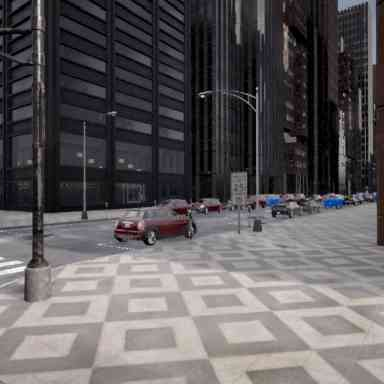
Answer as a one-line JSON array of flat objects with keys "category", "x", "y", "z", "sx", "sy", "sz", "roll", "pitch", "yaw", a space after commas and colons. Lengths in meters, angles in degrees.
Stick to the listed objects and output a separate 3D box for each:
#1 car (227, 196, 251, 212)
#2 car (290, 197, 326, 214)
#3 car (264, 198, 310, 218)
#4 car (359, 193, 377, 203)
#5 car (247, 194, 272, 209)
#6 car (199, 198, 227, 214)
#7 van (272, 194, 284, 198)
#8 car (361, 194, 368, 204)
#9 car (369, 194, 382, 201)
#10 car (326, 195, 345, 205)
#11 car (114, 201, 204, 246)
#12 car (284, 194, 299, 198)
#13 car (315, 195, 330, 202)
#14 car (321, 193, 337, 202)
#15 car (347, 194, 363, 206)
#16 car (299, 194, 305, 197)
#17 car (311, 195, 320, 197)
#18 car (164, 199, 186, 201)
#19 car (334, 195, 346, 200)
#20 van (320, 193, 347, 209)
[{"category": "car", "x": 4.662, "y": 1.482, "z": 38.410, "sx": 2.008, "sy": 1.369, "sz": 4.403, "roll": 0, "pitch": 0, "yaw": 36}, {"category": "car", "x": 11.592, "y": 1.466, "z": 33.445, "sx": 1.947, "sy": 1.339, "sz": 4.313, "roll": 0, "pitch": 0, "yaw": 36}, {"category": "car", "x": 8.317, "y": 1.464, "z": 28.892, "sx": 2.008, "sy": 1.369, "sz": 4.403, "roll": 0, "pitch": 0, "yaw": 36}, {"category": "car", "x": 34.522, "y": 1.372, "z": 65.318, "sx": 1.887, "sy": 1.381, "sz": 4.507, "roll": 0, "pitch": 0, "yaw": 36}, {"category": "car", "x": 7.937, "y": 1.234, "z": 42.963, "sx": 2.192, "sy": 1.841, "sz": 5.009, "roll": 0, "pitch": 0, "yaw": 36}, {"category": "car", "x": 1.386, "y": 1.384, "z": 33.856, "sx": 1.967, "sy": 1.590, "sz": 4.097, "roll": 0, "pitch": 0, "yaw": 36}, {"category": "van", "x": 11.212, "y": 1.248, "z": 47.516, "sx": 1.690, "sy": 1.788, "sz": 3.998, "roll": 0, "pitch": 0, "yaw": 36}, {"category": "car", "x": 27.970, "y": 1.411, "z": 56.212, "sx": 1.947, "sy": 1.339, "sz": 4.313, "roll": 0, "pitch": 0, "yaw": 36}, {"category": "car", "x": 41.073, "y": 1.250, "z": 74.425, "sx": 1.967, "sy": 1.590, "sz": 4.097, "roll": 0, "pitch": 0, "yaw": 36}, {"category": "car", "x": 23.797, "y": 1.339, "z": 54.970, "sx": 1.882, "sy": 1.535, "sz": 5.008, "roll": 0, "pitch": 0, "yaw": 36}, {"category": "car", "x": -1.510, "y": 1.393, "z": 15.233, "sx": 1.967, "sy": 1.590, "sz": 4.097, "roll": 0, "pitch": 0, "yaw": 36}, {"category": "car", "x": 14.489, "y": 1.211, "z": 52.070, "sx": 2.192, "sy": 1.841, "sz": 5.009, "roll": 0, "pitch": 0, "yaw": 36}, {"category": "car", "x": 27.593, "y": 1.408, "z": 70.285, "sx": 2.008, "sy": 1.369, "sz": 4.403, "roll": 0, "pitch": 0, "yaw": 36}, {"category": "car", "x": 30.868, "y": 1.164, "z": 74.838, "sx": 2.192, "sy": 1.841, "sz": 5.009, "roll": 0, "pitch": 0, "yaw": 36}, {"category": "car", "x": 24.695, "y": 1.421, "z": 51.658, "sx": 1.947, "sy": 1.339, "sz": 4.313, "roll": 0, "pitch": 0, "yaw": 36}, {"category": "car", "x": 17.764, "y": 1.201, "z": 56.623, "sx": 2.192, "sy": 1.841, "sz": 5.009, "roll": 0, "pitch": 0, "yaw": 36}, {"category": "car", "x": 24.316, "y": 1.307, "z": 65.731, "sx": 1.967, "sy": 1.590, "sz": 4.097, "roll": 0, "pitch": 0, "yaw": 36}, {"category": "car", "x": -1.890, "y": 1.397, "z": 29.302, "sx": 1.967, "sy": 1.590, "sz": 4.097, "roll": 0, "pitch": 0, "yaw": 36}, {"category": "car", "x": 37.420, "y": 1.399, "z": 83.945, "sx": 1.947, "sy": 1.339, "sz": 4.313, "roll": 0, "pitch": 0, "yaw": 36}, {"category": "van", "x": 18.143, "y": 1.218, "z": 42.552, "sx": 1.690, "sy": 1.788, "sz": 3.998, "roll": 0, "pitch": 0, "yaw": 36}]
